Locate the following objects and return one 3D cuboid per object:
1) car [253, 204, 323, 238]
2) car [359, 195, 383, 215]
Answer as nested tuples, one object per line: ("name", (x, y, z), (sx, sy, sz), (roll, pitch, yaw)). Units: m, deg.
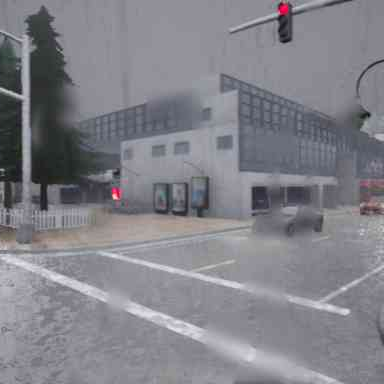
("car", (4.913, 1.322, 16.529), (1.812, 1.442, 4.674), (1, 1, 45))
("car", (15.380, 1.003, 27.075), (4.553, 1.767, 2.097), (0, 1, -44))
